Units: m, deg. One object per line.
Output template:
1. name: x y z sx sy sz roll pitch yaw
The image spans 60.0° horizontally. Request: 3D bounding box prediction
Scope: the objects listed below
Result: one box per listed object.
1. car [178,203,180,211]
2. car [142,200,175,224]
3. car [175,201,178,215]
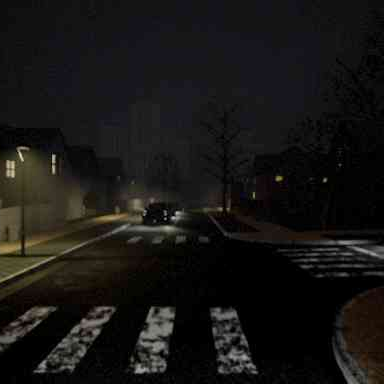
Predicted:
1. car: -2.785 2.010 49.035 2.128 1.511 4.902 0 -1 0
2. car: -2.824 1.641 27.391 2.097 1.767 4.553 0 -1 0
3. car: -2.813 1.921 37.437 1.812 1.442 4.674 0 -1 0
